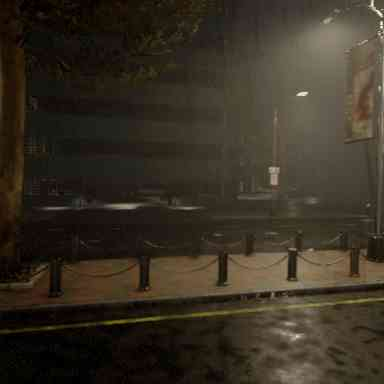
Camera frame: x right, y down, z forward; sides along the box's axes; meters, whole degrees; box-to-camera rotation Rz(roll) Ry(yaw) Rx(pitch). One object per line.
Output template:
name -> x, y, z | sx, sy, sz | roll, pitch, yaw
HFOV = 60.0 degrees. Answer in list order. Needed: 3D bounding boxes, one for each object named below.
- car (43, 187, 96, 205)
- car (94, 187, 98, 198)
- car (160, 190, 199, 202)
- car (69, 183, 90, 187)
car -> -12.181, 0.546, 32.547 | 4.786, 1.482, 2.161 | 1, 1, -15
car -> -14.719, 0.324, 43.872 | 4.718, 1.301, 1.895 | 1, 1, -15
car -> -1.425, 0.477, 39.622 | 4.674, 1.452, 2.002 | 1, 1, -15
car -> -20.203, -0.558, 61.542 | 5.566, 2.045, 2.435 | 1, 1, -15
